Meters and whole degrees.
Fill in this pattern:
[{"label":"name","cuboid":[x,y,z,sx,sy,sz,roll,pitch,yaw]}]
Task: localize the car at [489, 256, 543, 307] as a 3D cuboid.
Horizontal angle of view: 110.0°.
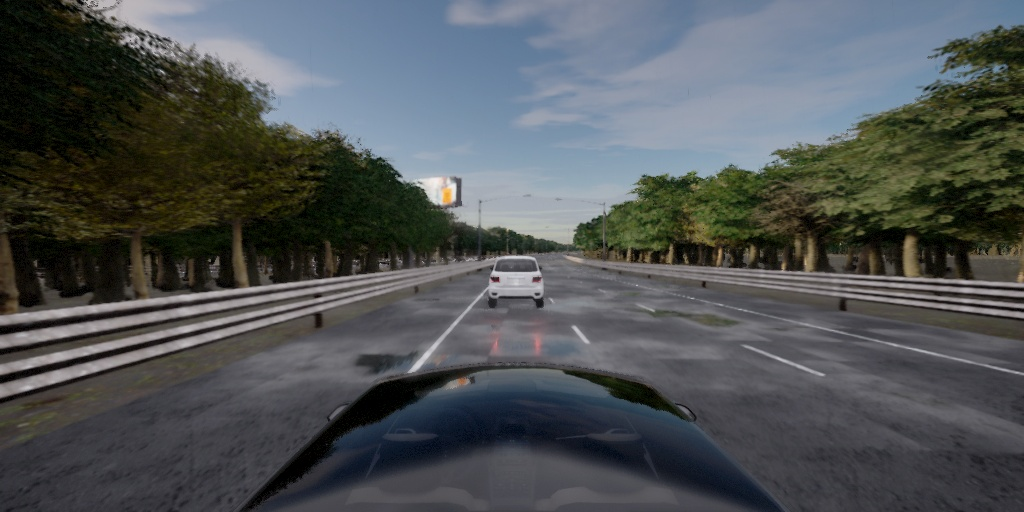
[{"label":"car","cuboid":[0.188,1.038,16.031,2.150,2.045,5.566,0,0,1]}]
